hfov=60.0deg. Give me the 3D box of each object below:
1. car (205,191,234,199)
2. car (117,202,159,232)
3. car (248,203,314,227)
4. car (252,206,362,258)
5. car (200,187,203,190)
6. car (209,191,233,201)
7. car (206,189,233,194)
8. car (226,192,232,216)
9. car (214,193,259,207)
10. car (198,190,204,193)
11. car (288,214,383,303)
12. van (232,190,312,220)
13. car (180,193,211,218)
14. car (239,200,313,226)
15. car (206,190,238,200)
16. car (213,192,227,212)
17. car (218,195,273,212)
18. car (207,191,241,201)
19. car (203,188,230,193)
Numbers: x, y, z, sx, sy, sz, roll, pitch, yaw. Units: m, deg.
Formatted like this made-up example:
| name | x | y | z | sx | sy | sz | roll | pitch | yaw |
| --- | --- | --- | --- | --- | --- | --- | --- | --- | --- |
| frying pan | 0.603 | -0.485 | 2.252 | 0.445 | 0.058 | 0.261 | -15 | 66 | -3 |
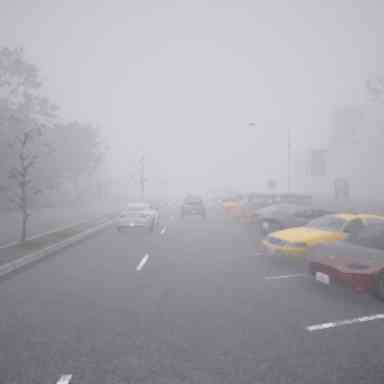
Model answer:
| name | x | y | z | sx | sy | sz | roll | pitch | yaw |
| --- | --- | --- | --- | --- | --- | --- | --- | --- | --- |
| car | 5.103 | 0.526 | 61.637 | 4.792 | 1.488 | 2.163 | 0 | 1 | -20 |
| car | -2.898 | 1.304 | 18.452 | 1.812 | 1.442 | 4.674 | 0 | 1 | 0 |
| car | 5.098 | 1.372 | 13.918 | 4.792 | 1.488 | 2.163 | 1 | 1 | -20 |
| car | 4.899 | 1.376 | 10.849 | 5.366 | 1.575 | 1.946 | 1 | 1 | -20 |
| car | 4.905 | 0.408 | 67.521 | 5.366 | 1.575 | 1.946 | 0 | 1 | -20 |
| car | 4.901 | 0.942 | 34.722 | 5.366 | 1.575 | 1.946 | 0 | 1 | -20 |
| car | 5.085 | 0.726 | 46.709 | 4.892 | 1.521 | 2.231 | 0 | 1 | -20 |
| car | 5.045 | 1.065 | 22.846 | 4.553 | 1.767 | 2.185 | 0 | 1 | -20 |
| car | 5.070 | 0.928 | 37.771 | 4.674 | 1.452 | 2.002 | 0 | 1 | -20 |
| car | 0.105 | 0.811 | 41.785 | 2.128 | 1.511 | 4.902 | 0 | 1 | 0 |
| car | 5.043 | 1.446 | 7.922 | 4.792 | 1.488 | 2.163 | 1 | 1 | -20 |
| van | 4.967 | 1.021 | 19.818 | 4.442 | 1.987 | 1.878 | 0 | 1 | -20 |
| car | 0.103 | 1.136 | 25.603 | 2.128 | 1.511 | 4.902 | 0 | 1 | 0 |
| car | 5.067 | 1.335 | 16.890 | 4.674 | 1.452 | 2.002 | 0 | 1 | -20 |
| car | 5.250 | 0.537 | 58.707 | 5.366 | 1.575 | 1.946 | 1 | 1 | -20 |
| car | 4.900 | 1.067 | 28.757 | 5.366 | 1.575 | 1.946 | 0 | 2 | -20 |
| car | 5.100 | 1.038 | 31.819 | 4.792 | 1.488 | 2.163 | 0 | 1 | -20 |
| car | 5.082 | 0.627 | 52.675 | 5.008 | 1.535 | 2.097 | 0 | 1 | -20 |
| car | 5.105 | 0.423 | 49.706 | 5.566 | 2.045 | 2.435 | 0 | 1 | -20 |
